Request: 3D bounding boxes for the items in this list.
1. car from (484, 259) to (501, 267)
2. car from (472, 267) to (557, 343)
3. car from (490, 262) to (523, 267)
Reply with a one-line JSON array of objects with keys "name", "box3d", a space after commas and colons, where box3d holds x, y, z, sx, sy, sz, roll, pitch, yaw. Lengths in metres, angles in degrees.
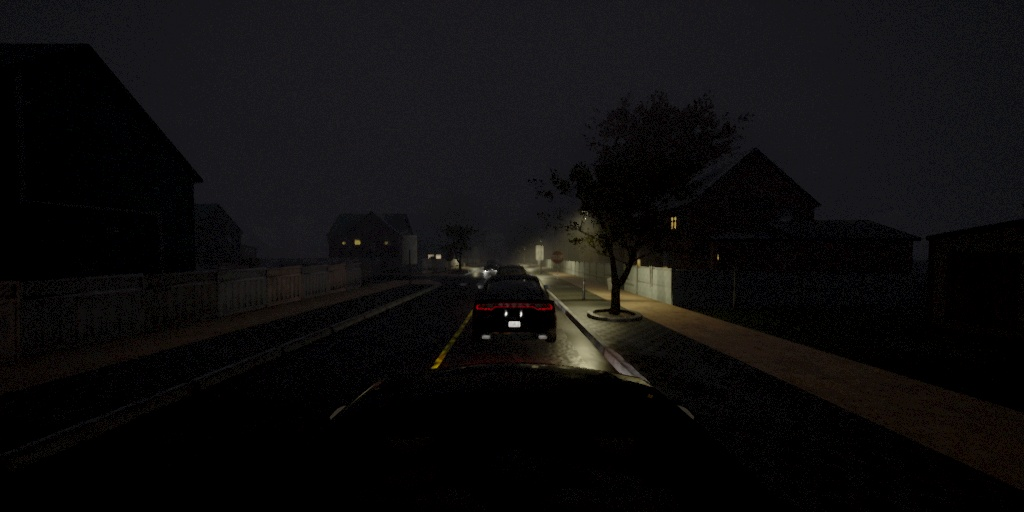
[{"name": "car", "box3d": [-2.959, 1.275, 51.174, 1.837, 1.490, 4.892, 0, 0, 0]}, {"name": "car", "box3d": [0.055, 1.222, 9.698, 1.882, 1.535, 5.008, 0, 0, 0]}, {"name": "car", "box3d": [-0.054, 1.245, 19.113, 1.837, 1.490, 4.892, 0, 0, -1]}]
